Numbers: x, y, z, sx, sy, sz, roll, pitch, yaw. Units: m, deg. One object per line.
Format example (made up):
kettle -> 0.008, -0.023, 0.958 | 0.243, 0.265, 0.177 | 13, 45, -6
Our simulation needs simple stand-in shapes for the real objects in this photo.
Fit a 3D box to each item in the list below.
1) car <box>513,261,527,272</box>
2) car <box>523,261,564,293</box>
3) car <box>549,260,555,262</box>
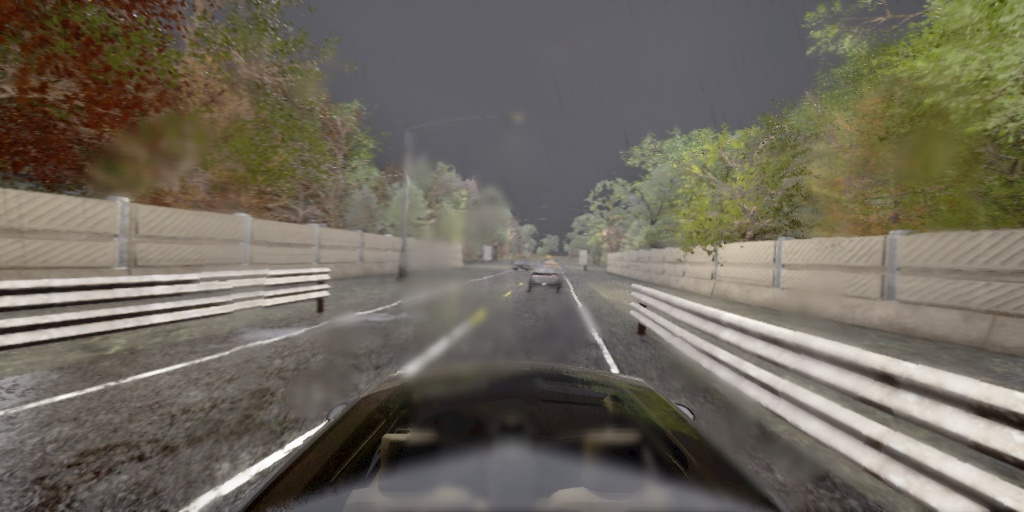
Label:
car -> 1.321, 1.301, 46.248 | 2.033, 1.411, 5.357 | 4, 0, 7
car -> 2.046, 1.313, 21.567 | 2.128, 1.511, 4.902 | 2, 0, 7
car -> 6.051, 1.428, 55.788 | 1.882, 1.535, 5.008 | 2, 0, 7
